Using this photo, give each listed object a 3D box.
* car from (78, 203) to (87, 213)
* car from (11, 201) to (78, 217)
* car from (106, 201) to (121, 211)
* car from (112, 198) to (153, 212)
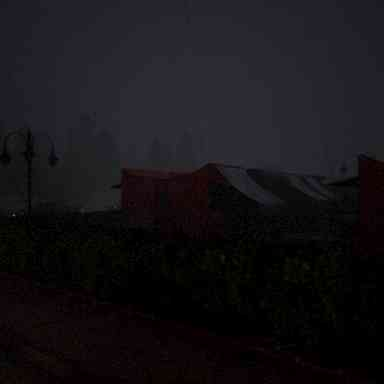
[{"bbox_3d":[-12.720,1.619,33.372,1.994,1.385,4.181,0,0,36],"label":"car"},{"bbox_3d":[-12.437,1.560,27.804,1.837,1.490,4.892,0,0,36],"label":"car"},{"bbox_3d":[-6.862,1.533,35.493,1.882,1.535,5.008,0,0,36],"label":"car"},{"bbox_3d":[-7.249,1.533,40.918,1.882,1.535,5.008,0,0,36],"label":"car"}]
